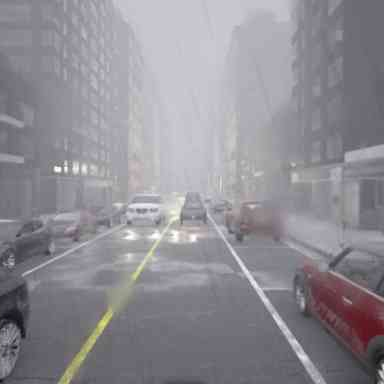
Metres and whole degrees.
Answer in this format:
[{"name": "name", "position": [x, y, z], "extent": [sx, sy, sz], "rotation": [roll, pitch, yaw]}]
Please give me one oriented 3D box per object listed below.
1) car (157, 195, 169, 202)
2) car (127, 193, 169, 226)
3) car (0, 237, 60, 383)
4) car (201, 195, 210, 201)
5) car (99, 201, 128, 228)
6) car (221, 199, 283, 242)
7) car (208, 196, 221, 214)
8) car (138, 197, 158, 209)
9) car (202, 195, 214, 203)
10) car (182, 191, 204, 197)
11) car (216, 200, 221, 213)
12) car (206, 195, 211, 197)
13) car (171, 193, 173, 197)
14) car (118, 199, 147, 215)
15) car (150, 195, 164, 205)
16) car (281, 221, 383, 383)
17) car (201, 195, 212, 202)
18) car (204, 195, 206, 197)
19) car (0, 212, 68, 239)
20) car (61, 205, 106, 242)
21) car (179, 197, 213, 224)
[{"name": "car", "position": [-5.667, 1.232, 65.522], "extent": [1.887, 1.381, 4.507], "rotation": [-1, 0, 0]}, {"name": "car", "position": [-3.062, 1.114, 23.043], "extent": [2.150, 2.045, 5.566], "rotation": [0, 0, 0]}, {"name": "car", "position": [-3.092, 1.479, 2.543], "extent": [2.128, 1.511, 4.902], "rotation": [0, 0, 0]}, {"name": "car", "position": [2.860, 1.243, 71.056], "extent": [1.802, 1.307, 4.206], "rotation": [-1, 0, 0]}, {"name": "car", "position": [-5.673, 1.464, 21.277], "extent": [1.947, 1.339, 4.313], "rotation": [-1, 0, 0]}, {"name": "car", "position": [2.849, 1.240, 15.762], "extent": [2.192, 1.841, 5.009], "rotation": [-1, 0, 0]}, {"name": "car", "position": [2.854, 1.414, 32.351], "extent": [1.947, 1.339, 4.313], "rotation": [-1, 0, 0]}, {"name": "car", "position": [-5.670, 1.361, 43.400], "extent": [1.947, 1.339, 4.313], "rotation": [-1, 0, 0]}, {"name": "car", "position": [2.858, 1.266, 59.997], "extent": [2.008, 1.369, 4.403], "rotation": [-1, 0, 0]}, {"name": "car", "position": [0.106, 1.003, 46.202], "extent": [2.150, 2.045, 5.566], "rotation": [0, 0, 0]}, {"name": "car", "position": [2.852, 1.465, 21.292], "extent": [1.947, 1.339, 4.313], "rotation": [-1, 0, 0]}, {"name": "car", "position": [2.854, 1.346, 38.050], "extent": [1.752, 1.417, 4.829], "rotation": [-1, 0, 0]}, {"name": "car", "position": [-5.666, 1.226, 71.053], "extent": [1.947, 1.339, 4.313], "rotation": [-1, 0, 0]}, {"name": "car", "position": [-5.671, 1.398, 32.338], "extent": [2.008, 1.369, 4.403], "rotation": [-1, 0, 0]}, {"name": "car", "position": [-5.668, 1.286, 54.461], "extent": [1.887, 1.381, 4.507], "rotation": [-1, 0, 0]}, {"name": "car", "position": [2.848, 1.417, 4.705], "extent": [1.967, 1.590, 4.097], "rotation": [-1, 0, 0]}, {"name": "car", "position": [2.859, 1.254, 65.527], "extent": [1.947, 1.339, 4.313], "rotation": [-1, 0, 0]}, {"name": "car", "position": [2.857, 1.287, 54.468], "extent": [1.887, 1.381, 4.507], "rotation": [-1, 0, 0]}, {"name": "car", "position": [-5.675, 1.516, 10.216], "extent": [1.947, 1.339, 4.313], "rotation": [-1, 0, 0]}, {"name": "car", "position": [-5.674, 1.506, 15.746], "extent": [1.802, 1.307, 4.206], "rotation": [-1, 0, 0]}, {"name": "car", "position": [0.095, 1.381, 23.722], "extent": [2.128, 1.511, 4.902], "rotation": [0, 0, 0]}]
